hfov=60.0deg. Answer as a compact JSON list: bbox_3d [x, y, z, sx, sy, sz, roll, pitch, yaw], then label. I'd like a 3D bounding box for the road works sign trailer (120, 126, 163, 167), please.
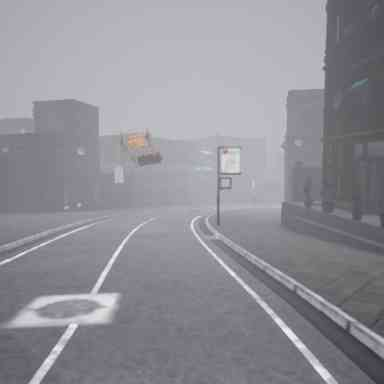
[{"bbox_3d":[-3.864,-2.853,25.860,2.380,2.880,3.560,-8,-18,10],"label":"road works sign trailer"}]

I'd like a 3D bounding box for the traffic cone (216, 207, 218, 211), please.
[{"bbox_3d":[3.341,2.172,43.407,0.340,0.580,0.340,6,6,14],"label":"traffic cone"}]

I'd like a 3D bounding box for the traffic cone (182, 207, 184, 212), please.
[{"bbox_3d":[-1.081,2.064,38.396,0.340,0.580,0.340,1,-1,15],"label":"traffic cone"}]
